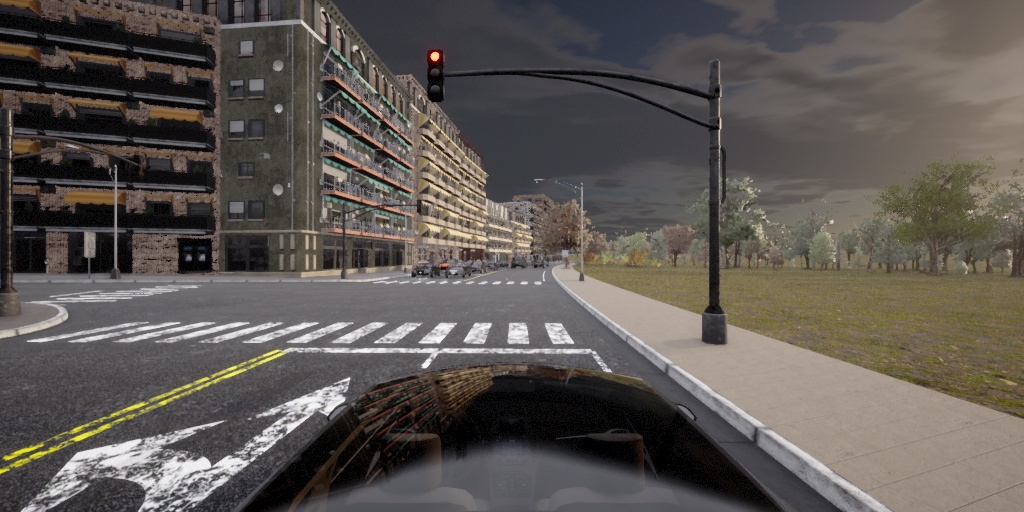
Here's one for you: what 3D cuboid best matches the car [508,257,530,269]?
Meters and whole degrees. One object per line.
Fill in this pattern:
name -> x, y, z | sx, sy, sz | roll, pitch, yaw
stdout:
car -> 1.228, 1.142, 60.809 | 2.150, 2.045, 5.566 | 0, 0, 9

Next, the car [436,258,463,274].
car -> -7.582, 1.195, 43.742 | 2.097, 1.767, 4.553 | 0, 0, 6

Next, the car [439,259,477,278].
car -> -5.134, 1.302, 34.951 | 2.128, 1.511, 4.902 | 0, 0, 5

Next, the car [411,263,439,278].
car -> -8.364, 1.375, 35.322 | 1.994, 1.385, 4.181 | 0, 0, 5

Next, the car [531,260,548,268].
car -> 5.014, 1.448, 64.891 | 1.837, 1.490, 4.892 | 0, 0, 9

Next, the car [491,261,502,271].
car -> -3.216, 1.446, 53.397 | 1.994, 1.385, 4.181 | 0, 0, 7

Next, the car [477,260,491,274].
car -> -4.271, 1.351, 44.254 | 1.837, 1.490, 4.892 | 0, 0, 6

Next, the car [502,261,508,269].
car -> -1.815, 1.531, 63.438 | 1.895, 1.301, 4.718 | 0, 0, 9
